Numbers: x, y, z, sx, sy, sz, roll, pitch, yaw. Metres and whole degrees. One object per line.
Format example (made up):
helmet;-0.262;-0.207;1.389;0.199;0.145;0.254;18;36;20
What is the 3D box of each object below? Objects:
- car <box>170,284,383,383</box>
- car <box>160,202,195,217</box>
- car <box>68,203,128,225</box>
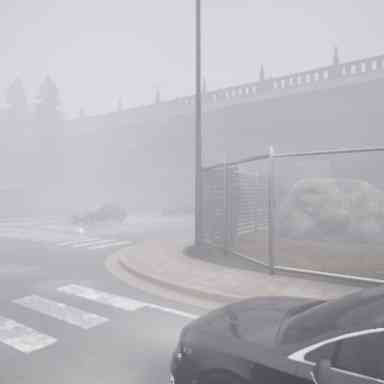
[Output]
car;2.025;1.506;2.562;4.892;1.490;1.837;0;0;36
car;-1.004;1.656;32.769;1.895;1.301;4.718;0;0;36
car;-6.823;1.581;24.619;1.812;1.442;4.674;0;0;36
